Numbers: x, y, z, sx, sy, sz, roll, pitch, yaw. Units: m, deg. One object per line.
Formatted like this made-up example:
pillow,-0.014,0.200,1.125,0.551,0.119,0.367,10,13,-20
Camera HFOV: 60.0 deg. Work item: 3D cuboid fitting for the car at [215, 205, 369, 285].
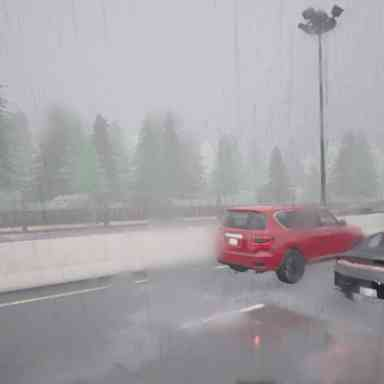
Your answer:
car,3.258,1.414,10.413,5.566,2.045,2.150,0,-2,-36

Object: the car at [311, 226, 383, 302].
car,5.126,1.594,7.435,4.902,1.511,2.128,0,-2,-36

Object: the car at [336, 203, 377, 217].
car,19.305,2.086,39.012,5.008,1.535,1.882,0,-2,-31
